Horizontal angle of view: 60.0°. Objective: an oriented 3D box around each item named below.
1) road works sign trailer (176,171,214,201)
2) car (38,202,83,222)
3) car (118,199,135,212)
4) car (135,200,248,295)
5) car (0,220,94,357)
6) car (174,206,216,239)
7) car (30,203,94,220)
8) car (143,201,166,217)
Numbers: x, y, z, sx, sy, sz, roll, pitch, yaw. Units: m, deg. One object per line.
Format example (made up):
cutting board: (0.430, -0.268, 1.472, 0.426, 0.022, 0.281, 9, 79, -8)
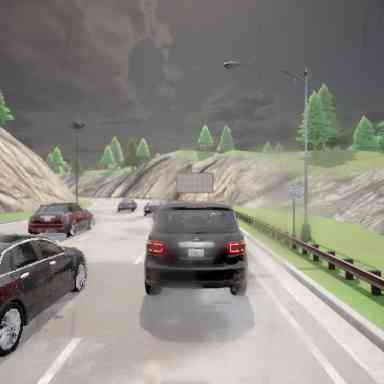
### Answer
road works sign trailer: (0.190, 0.464, 21.564, 2.380, 3.560, 2.880, 0, 0, 0)
car: (-10.463, 1.563, 26.817, 1.994, 1.385, 4.181, 0, 0, -1)
car: (-7.549, 1.547, 39.001, 2.033, 1.411, 5.357, 0, 0, -5)
car: (0.089, 1.221, 8.846, 2.150, 2.045, 5.566, 0, 0, 0)
car: (-3.406, 1.503, 5.989, 1.837, 1.490, 4.892, 0, 0, 0)
car: (0.117, 1.558, 18.068, 1.994, 1.385, 4.181, 0, 0, -1)
car: (-6.920, 1.351, 18.082, 2.097, 1.767, 4.553, 0, 0, 0)
car: (-3.628, 1.601, 32.899, 1.895, 1.301, 4.718, 0, 0, -3)
